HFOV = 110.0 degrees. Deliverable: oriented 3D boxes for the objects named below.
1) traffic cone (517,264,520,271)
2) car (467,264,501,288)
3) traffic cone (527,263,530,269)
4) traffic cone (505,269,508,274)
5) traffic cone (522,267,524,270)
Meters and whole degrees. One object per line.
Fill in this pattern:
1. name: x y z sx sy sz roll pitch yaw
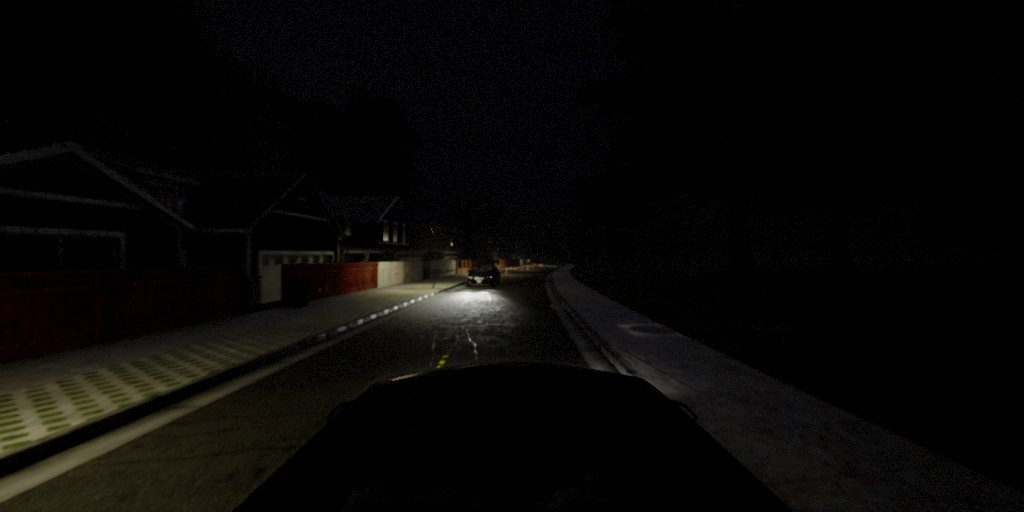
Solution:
1. traffic cone: 0.895 1.966 55.210 0.340 0.580 0.340 0 0 10
2. car: -1.876 1.353 24.973 2.128 1.511 4.902 0 0 5
3. traffic cone: 2.814 2.018 65.106 0.340 0.580 0.340 0 0 12
4. traffic cone: -0.701 1.916 45.256 0.340 0.580 0.340 0 0 8
5. traffic cone: 1.815 1.992 60.166 0.340 0.580 0.340 0 0 11
